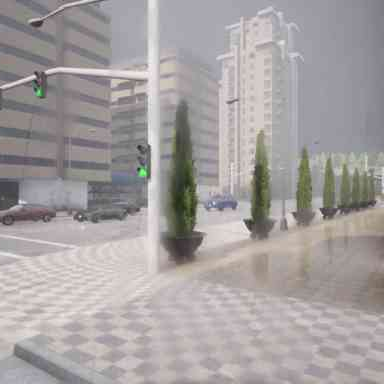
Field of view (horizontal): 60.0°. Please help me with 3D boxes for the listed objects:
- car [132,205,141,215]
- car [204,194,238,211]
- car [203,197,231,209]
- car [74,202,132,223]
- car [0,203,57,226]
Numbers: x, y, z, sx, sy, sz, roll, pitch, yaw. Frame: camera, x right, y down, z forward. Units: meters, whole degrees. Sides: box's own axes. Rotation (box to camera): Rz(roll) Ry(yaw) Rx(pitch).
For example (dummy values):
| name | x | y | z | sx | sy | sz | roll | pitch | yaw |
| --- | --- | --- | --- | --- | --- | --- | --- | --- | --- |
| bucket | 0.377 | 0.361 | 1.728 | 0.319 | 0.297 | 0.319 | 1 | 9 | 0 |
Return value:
| name | x | y | z | sx | sy | sz | roll | pitch | yaw |
| --- | --- | --- | --- | --- | --- | --- | --- | --- | --- |
| car | -7.226 | 1.655 | 32.078 | 1.895 | 1.301 | 4.718 | 0 | 0 | 35 |
| car | 3.740 | 1.276 | 41.800 | 2.150 | 2.045 | 5.566 | 0 | 0 | 35 |
| car | 3.649 | 1.559 | 47.808 | 1.837 | 1.490 | 4.892 | 0 | 0 | 35 |
| car | -7.101 | 1.619 | 26.090 | 1.994 | 1.385 | 4.181 | 0 | 0 | 35 |
| car | -12.370 | 1.580 | 24.573 | 1.812 | 1.442 | 4.674 | 0 | 0 | 34 |
